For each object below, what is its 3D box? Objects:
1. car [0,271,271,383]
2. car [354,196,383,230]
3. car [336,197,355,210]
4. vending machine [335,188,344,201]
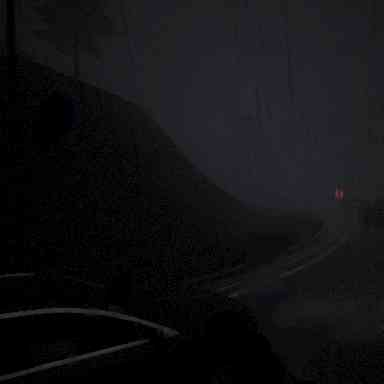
[{"bbox_3d":[-1.407,1.502,2.898,4.902,1.511,2.128,-1,1,-35],"label":"car"},{"bbox_3d":[10.377,1.189,18.428,1.882,1.535,5.008,0,1,22],"label":"car"},{"bbox_3d":[16.367,1.116,33.605,1.895,1.301,4.718,-1,0,2],"label":"car"},{"bbox_3d":[25.117,0.418,56.570,1.100,2.100,0.880,-1,0,-13],"label":"vending machine"}]
